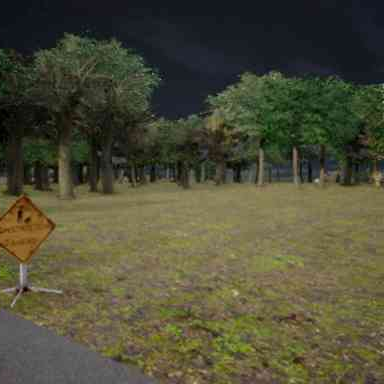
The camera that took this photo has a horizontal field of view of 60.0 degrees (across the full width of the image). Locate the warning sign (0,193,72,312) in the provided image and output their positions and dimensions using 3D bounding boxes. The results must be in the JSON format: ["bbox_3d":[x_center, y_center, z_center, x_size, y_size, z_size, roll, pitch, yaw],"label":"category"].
[{"bbox_3d":[-3.112,0.964,6.125,1.060,1.860,1.300,0,1,35],"label":"warning sign"}]
